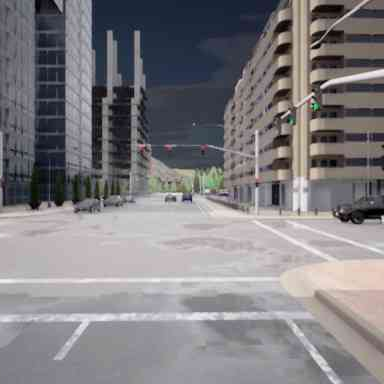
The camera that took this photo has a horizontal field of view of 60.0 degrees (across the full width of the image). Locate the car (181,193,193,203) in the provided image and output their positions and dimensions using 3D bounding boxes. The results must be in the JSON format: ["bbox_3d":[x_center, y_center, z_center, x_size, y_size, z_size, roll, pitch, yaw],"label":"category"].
[{"bbox_3d":[-0.980,1.125,68.759,2.150,2.045,5.566,0,0,-1],"label":"car"}]

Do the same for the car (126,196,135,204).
[{"bbox_3d":[-11.417,1.442,60.020,1.812,1.442,4.674,0,1,0],"label":"car"}]

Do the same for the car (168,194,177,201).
[{"bbox_3d":[-4.635,1.361,79.440,1.882,1.535,5.008,0,0,-1],"label":"car"}]

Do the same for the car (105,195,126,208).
[{"bbox_3d":[-11.261,1.284,47.523,2.097,1.767,4.553,0,0,-1],"label":"car"}]

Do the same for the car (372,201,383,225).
[{"bbox_3d":[14.273,1.518,20.545,4.902,1.511,2.128,0,0,-1],"label":"car"}]

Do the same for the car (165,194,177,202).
[{"bbox_3d":[-4.489,1.254,69.346,2.097,1.767,4.553,0,0,-1],"label":"car"}]

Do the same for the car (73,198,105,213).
[{"bbox_3d":[-11.110,1.454,35.599,1.837,1.490,4.892,0,0,0],"label":"car"}]

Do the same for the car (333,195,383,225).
[{"bbox_3d":[13.207,1.244,24.026,5.566,2.045,2.150,0,0,-1],"label":"car"}]
